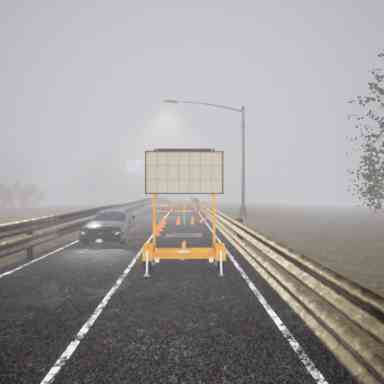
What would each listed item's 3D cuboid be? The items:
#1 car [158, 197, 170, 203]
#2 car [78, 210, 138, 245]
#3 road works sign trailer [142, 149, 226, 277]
[{"bbox_3d":[-4.749,1.585,57.366,1.994,1.385,4.181,0,0,-1],"label":"car"},{"bbox_3d":[-3.737,1.553,15.845,2.033,1.411,5.357,0,0,-1],"label":"car"},{"bbox_3d":[-0.238,0.468,10.300,2.380,3.560,2.880,0,0,-1],"label":"road works sign trailer"}]
